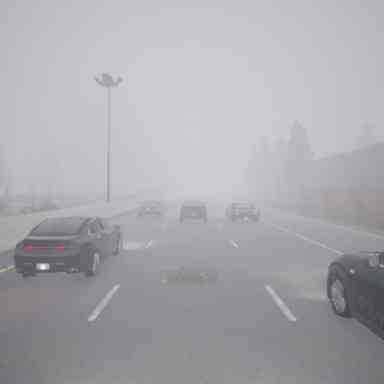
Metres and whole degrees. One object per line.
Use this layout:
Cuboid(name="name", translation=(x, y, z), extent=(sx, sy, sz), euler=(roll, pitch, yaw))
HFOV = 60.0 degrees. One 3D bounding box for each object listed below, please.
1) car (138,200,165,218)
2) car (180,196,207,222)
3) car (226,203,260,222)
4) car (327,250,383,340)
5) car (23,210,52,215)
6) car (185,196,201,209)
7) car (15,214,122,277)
Cuboid(name="car", translation=(-3.398, 1.362, 28.344), extent=(2.033, 1.411, 5.357), euler=(0, 0, 0))
Cuboid(name="car", translation=(0.102, 1.317, 24.551), extent=(1.882, 1.535, 5.008), euler=(0, 0, 0))
Cuboid(name="car", translation=(3.602, 1.441, 24.370), extent=(1.895, 1.301, 4.718), euler=(0, 0, 0))
Cuboid(name="car", translation=(3.601, 1.322, 4.454), extent=(2.097, 1.767, 4.553), euler=(0, 0, 0))
Cuboid(name="car", translation=(-14.093, 1.324, 30.811), extent=(1.812, 1.442, 4.674), euler=(0, 0, 0))
Cuboid(name="car", translation=(0.098, 1.258, 40.948), extent=(1.812, 1.442, 4.674), euler=(0, 0, 0))
Cuboid(name="car", translation=(-3.399, 1.439, 10.014), extent=(1.837, 1.490, 4.892), euler=(0, 0, 0))
